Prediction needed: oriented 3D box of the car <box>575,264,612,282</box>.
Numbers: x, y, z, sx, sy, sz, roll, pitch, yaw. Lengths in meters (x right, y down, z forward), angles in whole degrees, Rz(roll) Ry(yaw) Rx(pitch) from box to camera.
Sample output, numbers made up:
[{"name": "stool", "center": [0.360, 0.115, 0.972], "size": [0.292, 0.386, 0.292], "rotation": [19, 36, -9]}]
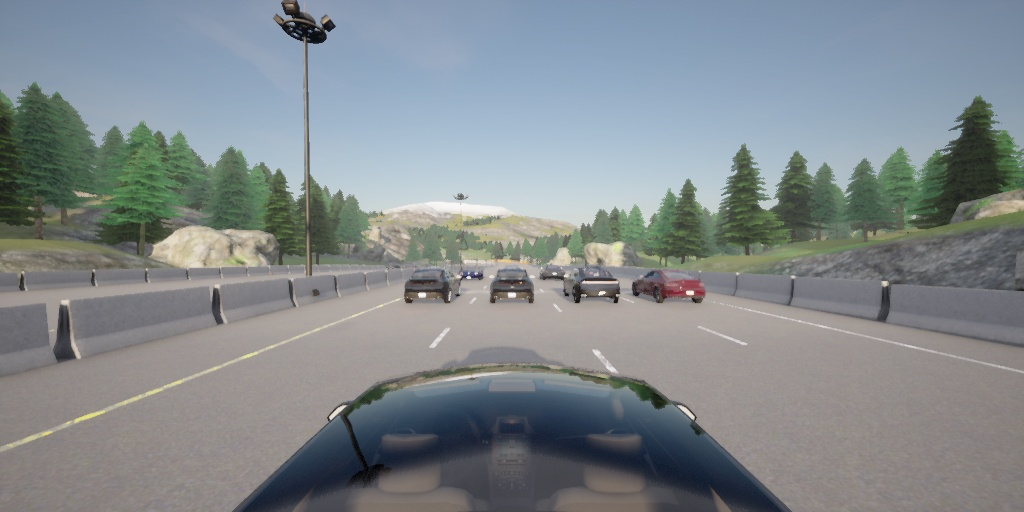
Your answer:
[{"name": "car", "center": [7.000, 1.434, 31.409], "size": [2.033, 1.411, 5.357], "rotation": [0, -1, 0]}]

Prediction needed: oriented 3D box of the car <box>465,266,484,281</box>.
[{"name": "car", "center": [-3.500, 1.487, 31.438], "size": [1.895, 1.301, 4.718], "rotation": [0, -1, 0]}]

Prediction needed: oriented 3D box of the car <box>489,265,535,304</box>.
[{"name": "car", "center": [0.000, 1.279, 16.396], "size": [1.837, 1.490, 4.892], "rotation": [0, 0, 0]}]

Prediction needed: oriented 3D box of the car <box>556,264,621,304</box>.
[{"name": "car", "center": [3.500, 1.258, 16.395], "size": [2.128, 1.511, 4.902], "rotation": [0, 0, 0]}]

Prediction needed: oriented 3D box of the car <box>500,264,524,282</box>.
[{"name": "car", "center": [0.000, 1.443, 31.409], "size": [1.994, 1.385, 4.181], "rotation": [0, -1, 0]}]

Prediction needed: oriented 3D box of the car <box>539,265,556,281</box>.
[{"name": "car", "center": [3.500, 1.443, 31.409], "size": [1.994, 1.385, 4.181], "rotation": [0, -1, 0]}]

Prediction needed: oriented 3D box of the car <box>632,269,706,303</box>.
[{"name": "car", "center": [7.000, 1.296, 16.396], "size": [1.812, 1.442, 4.674], "rotation": [0, 0, 0]}]

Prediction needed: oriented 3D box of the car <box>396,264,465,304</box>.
[{"name": "car", "center": [-3.500, 1.279, 16.396], "size": [1.837, 1.490, 4.892], "rotation": [0, 0, 0]}]
